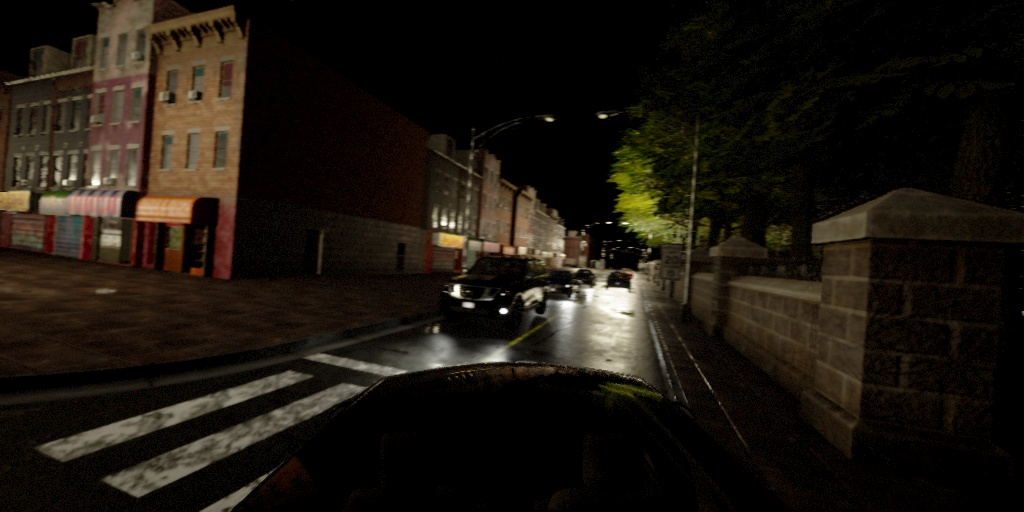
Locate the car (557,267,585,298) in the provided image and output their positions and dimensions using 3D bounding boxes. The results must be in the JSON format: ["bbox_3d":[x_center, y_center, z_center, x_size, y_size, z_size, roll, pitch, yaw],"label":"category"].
[{"bbox_3d":[2.957,1.597,21.439,1.812,1.442,4.674,4,0,19],"label":"car"}]

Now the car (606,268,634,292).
[{"bbox_3d":[8.881,2.014,29.683,1.882,1.535,5.008,4,0,19],"label":"car"}]

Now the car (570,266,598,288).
[{"bbox_3d":[6.280,1.885,31.166,1.812,1.442,4.674,4,0,19],"label":"car"}]

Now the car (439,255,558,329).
[{"bbox_3d":[-0.243,1.010,12.003,2.150,2.045,5.566,4,0,19],"label":"car"}]
